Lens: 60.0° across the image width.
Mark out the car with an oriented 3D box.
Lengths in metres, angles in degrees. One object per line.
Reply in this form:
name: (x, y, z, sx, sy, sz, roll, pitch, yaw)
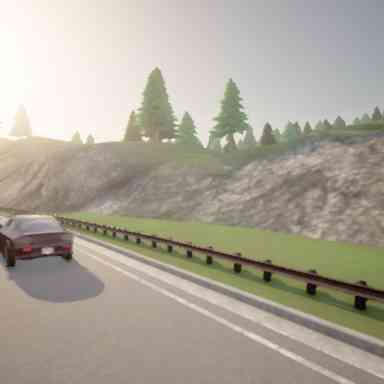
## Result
car: (-5.361, 1.454, 11.135, 1.812, 1.442, 4.674, 0, 0, -36)
